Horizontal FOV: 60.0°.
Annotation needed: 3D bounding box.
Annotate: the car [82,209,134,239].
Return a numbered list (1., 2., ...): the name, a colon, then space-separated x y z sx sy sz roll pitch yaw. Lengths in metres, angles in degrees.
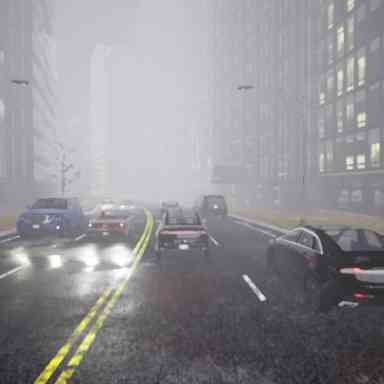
1. car: -4.189 1.622 17.634 1.895 1.301 4.718 0 0 -5

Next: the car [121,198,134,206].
1. car: -11.183 1.648 57.591 1.895 1.301 4.718 0 0 -14

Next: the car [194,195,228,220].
1. car: 1.465 1.223 27.847 2.150 2.045 5.566 0 0 -7

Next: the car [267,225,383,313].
1. car: 3.112 1.490 7.629 2.128 1.511 4.902 0 0 -2

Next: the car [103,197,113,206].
1. car: -14.844 1.616 58.695 2.033 1.411 5.357 0 0 -15

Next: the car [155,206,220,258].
1. car: -0.398 1.500 12.808 2.128 1.511 4.902 0 0 -3

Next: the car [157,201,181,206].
1. car: -1.939 1.506 28.683 2.128 1.511 4.902 0 0 -7

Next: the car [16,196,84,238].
1. car: -7.505 1.253 18.273 2.150 2.045 5.566 0 0 -5
